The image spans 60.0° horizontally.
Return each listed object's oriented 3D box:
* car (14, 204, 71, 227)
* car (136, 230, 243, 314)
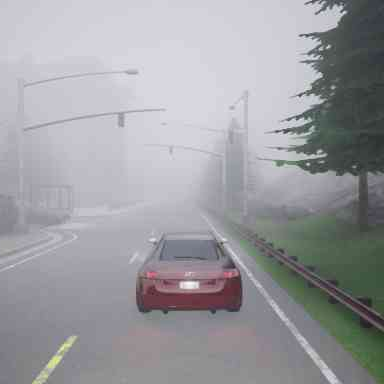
[{"bbox_3d":[-10.904,1.532,21.856,5.357,1.411,2.033,0,0,-2],"label":"car"},{"bbox_3d":[-0.077,1.564,7.696,1.994,1.385,4.181,0,0,-1],"label":"car"}]
